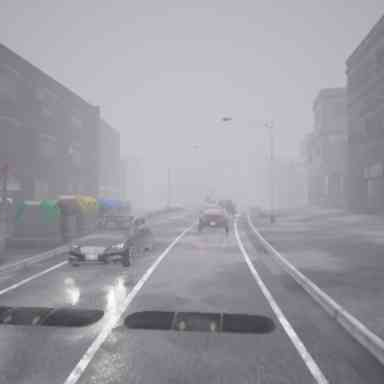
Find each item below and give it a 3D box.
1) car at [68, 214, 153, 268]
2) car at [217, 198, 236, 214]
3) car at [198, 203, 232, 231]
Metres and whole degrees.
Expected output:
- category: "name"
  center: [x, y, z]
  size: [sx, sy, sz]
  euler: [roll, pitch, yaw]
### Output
- category: "car"
  center: [-2.610, 1.548, 11.653]
  size: [2.128, 1.511, 4.902]
  euler: [0, 0, 4]
- category: "car"
  center: [3.982, 1.569, 38.667]
  size: [2.097, 1.767, 4.553]
  euler: [0, -1, 9]
- category: "car"
  center: [1.463, 1.636, 21.316]
  size: [1.812, 1.442, 4.674]
  euler: [0, 0, 6]
